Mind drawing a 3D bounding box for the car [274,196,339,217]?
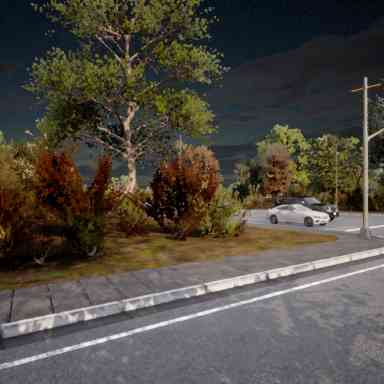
[{"bbox_3d":[9.084,1.316,27.263,2.150,2.045,5.566,0,-1,-37],"label":"car"}]

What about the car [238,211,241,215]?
[{"bbox_3d":[2.854,1.589,34.535,2.097,1.767,4.553,0,-1,-42],"label":"car"}]

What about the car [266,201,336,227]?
[{"bbox_3d":[7.401,1.600,23.669,1.812,1.442,4.674,0,-1,-38],"label":"car"}]
